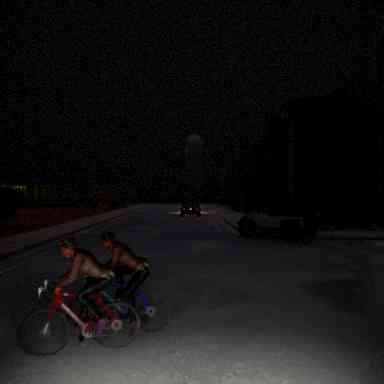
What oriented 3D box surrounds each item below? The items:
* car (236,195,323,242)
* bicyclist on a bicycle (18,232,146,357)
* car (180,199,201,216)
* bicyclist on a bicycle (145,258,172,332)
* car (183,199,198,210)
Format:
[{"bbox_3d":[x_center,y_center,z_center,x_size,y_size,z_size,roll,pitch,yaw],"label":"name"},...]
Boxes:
[{"bbox_3d":[4.049,1.144,15.477,1.905,1.878,3.866,-8,3,-43],"label":"car"},{"bbox_3d":[-1.552,1.449,4.649,1.656,1.620,0.582,-1,0,-12],"label":"bicyclist on a bicycle"},{"bbox_3d":[-0.137,1.547,31.885,2.033,1.411,5.357,0,0,0],"label":"car"},{"bbox_3d":[-1.141,1.444,5.217,1.656,1.620,0.582,-2,0,-7],"label":"bicyclist on a bicycle"},{"bbox_3d":[-0.222,1.600,43.150,1.895,1.301,4.718,0,0,0],"label":"car"}]
